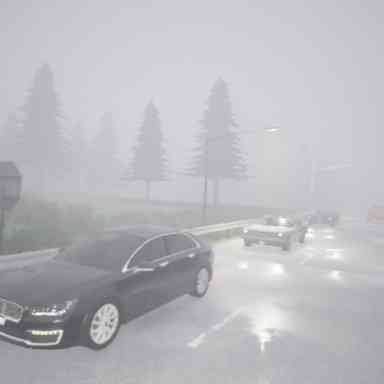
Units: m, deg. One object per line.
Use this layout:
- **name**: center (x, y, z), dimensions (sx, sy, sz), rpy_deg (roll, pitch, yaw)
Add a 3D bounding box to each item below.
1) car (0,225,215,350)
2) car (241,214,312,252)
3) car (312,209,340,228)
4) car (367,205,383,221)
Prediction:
- **car**: center (-1.228, 1.449, 6.366), dimensions (1.837, 1.490, 4.892), rpy_deg (3, 0, 30)
- **car**: center (3.906, 1.767, 15.215), dimensions (1.895, 1.301, 4.718), rpy_deg (3, 0, 30)
- **car**: center (10.720, 2.063, 26.913), dimensions (1.895, 1.301, 4.718), rpy_deg (3, 0, 30)
- **car**: center (20.102, 2.222, 35.696), dimensions (2.097, 1.767, 4.553), rpy_deg (3, 0, 30)
